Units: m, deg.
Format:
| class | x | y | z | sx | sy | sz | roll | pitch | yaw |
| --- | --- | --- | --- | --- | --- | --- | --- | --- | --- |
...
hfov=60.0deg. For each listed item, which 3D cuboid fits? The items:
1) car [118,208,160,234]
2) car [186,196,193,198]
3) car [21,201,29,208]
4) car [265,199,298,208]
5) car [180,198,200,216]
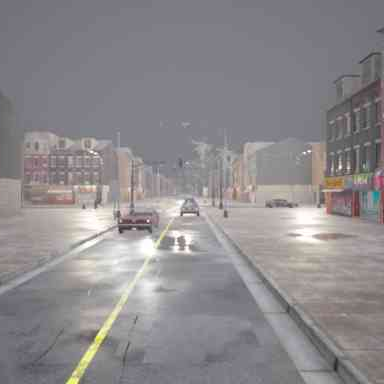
| class | x | y | z | sx | sy | sz | roll | pitch | yaw |
| --- | --- | --- | --- | --- | --- | --- | --- | --- | --- |
| car | -3.021 | 1.613 | 19.579 | 1.895 | 1.301 | 4.718 | 0 | 0 | 0 |
| car | -0.518 | 1.561 | 68.429 | 1.882 | 1.535 | 5.008 | 0 | 0 | -1 |
| car | -25.500 | 1.472 | 46.730 | 4.553 | 1.767 | 2.097 | 0 | 0 | 0 |
| car | 11.952 | 1.555 | 44.495 | 4.313 | 1.339 | 1.947 | 0 | 0 | 0 |
| car | -0.208 | 1.572 | 32.267 | 2.033 | 1.411 | 5.357 | 0 | 0 | 0 |
